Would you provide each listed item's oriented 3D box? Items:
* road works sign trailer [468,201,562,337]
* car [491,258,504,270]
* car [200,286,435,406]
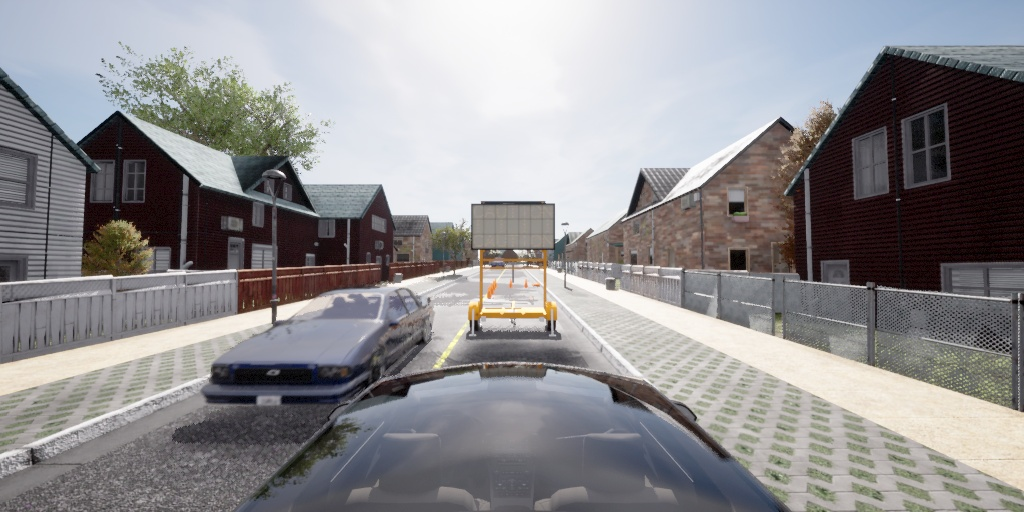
[{"bbox_3d":[0.033,0.226,10.369,2.380,3.560,2.880,0,0,1],"label":"road works sign trailer"},{"bbox_3d":[-2.506,1.292,62.390,2.150,2.045,5.566,0,-1,0],"label":"car"},{"bbox_3d":[-2.827,1.303,6.843,2.033,1.411,5.357,0,0,0],"label":"car"}]
